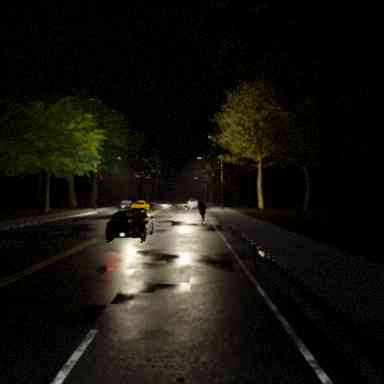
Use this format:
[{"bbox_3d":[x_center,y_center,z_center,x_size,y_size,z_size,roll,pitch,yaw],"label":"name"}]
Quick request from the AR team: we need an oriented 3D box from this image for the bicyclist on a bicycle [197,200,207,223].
[{"bbox_3d":[0.908,1.647,27.116,0.659,1.776,1.843,0,0,0],"label":"bicyclist on a bicycle"}]

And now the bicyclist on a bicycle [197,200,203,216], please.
[{"bbox_3d":[0.914,1.750,37.232,0.659,1.776,1.843,0,0,0],"label":"bicyclist on a bicycle"}]

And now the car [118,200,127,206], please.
[{"bbox_3d":[-9.788,2.008,49.954,2.128,1.511,4.902,0,-1,0],"label":"car"}]

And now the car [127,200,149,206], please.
[{"bbox_3d":[-6.564,1.910,42.298,1.882,1.535,5.008,0,-1,0],"label":"car"}]

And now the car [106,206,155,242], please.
[{"bbox_3d":[-3.141,1.684,17.414,1.837,1.490,4.892,0,-1,0],"label":"car"}]

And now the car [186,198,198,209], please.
[{"bbox_3d":[0.136,2.126,57.563,1.812,1.442,4.674,0,-1,0],"label":"car"}]

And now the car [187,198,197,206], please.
[{"bbox_3d":[0.048,2.144,73.563,2.097,1.767,4.553,0,-1,0],"label":"car"}]
